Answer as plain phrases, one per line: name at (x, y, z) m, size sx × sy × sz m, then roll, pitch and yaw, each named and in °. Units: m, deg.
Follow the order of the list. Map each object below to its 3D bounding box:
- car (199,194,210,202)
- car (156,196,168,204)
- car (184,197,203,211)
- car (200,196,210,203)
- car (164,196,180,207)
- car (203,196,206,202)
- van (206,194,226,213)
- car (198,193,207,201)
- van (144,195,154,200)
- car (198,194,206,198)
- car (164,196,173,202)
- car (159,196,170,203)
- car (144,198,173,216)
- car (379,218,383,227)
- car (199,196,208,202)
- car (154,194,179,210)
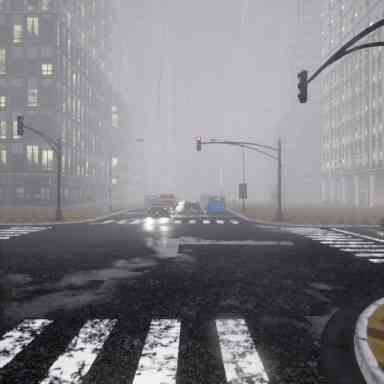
car at (2.742, 1.311, 74.712) m, size 2.192 × 1.841 × 5.009 m, roll 0°, pitch 0°, yaw 0°
car at (-5.685, 1.564, 63.667) m, size 1.947 × 1.339 × 4.313 m, roll 0°, pitch 0°, yaw 0°
car at (0.012, 1.600, 40.927) m, size 1.895 × 1.301 × 4.718 m, roll 0°, pitch 0°, yaw 0°
car at (2.718, 1.542, 69.172) m, size 1.887 × 1.381 × 4.507 m, roll 0°, pitch 0°, yaw 0°
car at (-3.132, 1.491, 53.256) m, size 2.128 × 1.511 × 4.902 m, roll 0°, pitch 0°, yaw 0°
car at (2.628, 1.544, 41.479) m, size 1.887 × 1.381 × 4.507 m, roll 0°, pitch 0°, yaw 0°
van at (2.696, 1.340, 35.940) m, size 1.690 × 1.788 × 3.998 m, roll 0°, pitch 0°, yaw 0°
car at (2.788, 1.309, 85.790) m, size 2.192 × 1.841 × 5.009 m, roll 0°, pitch 0°, yaw 0°
van at (-5.752, 1.340, 47.049) m, size 1.690 × 1.788 × 3.998 m, roll 0°, pitch 0°, yaw 0°
car at (2.696, 1.313, 63.633) m, size 2.192 × 1.841 × 5.009 m, roll 0°, pitch 0°, yaw 0°
car at (-5.616, 1.577, 80.285) m, size 1.802 × 1.307 × 4.206 m, roll 0°, pitch 0°, yaw 0°
car at (-5.662, 1.548, 69.205) m, size 2.008 × 1.369 × 4.403 m, roll 0°, pitch 0°, yaw 0°
car at (-3.223, 1.600, 32.908) m, size 1.895 × 1.301 × 4.718 m, roll 0°, pitch 0°, yaw 0°
car at (14.401, 1.685, 20.126) m, size 5.357 × 1.411 × 2.033 m, roll 0°, pitch 0°, yaw -1°
car at (2.764, 1.561, 80.251) m, size 1.947 × 1.339 × 4.313 m, roll 0°, pitch 0°, yaw 0°
car at (-3.174, 1.221, 42.952) m, size 2.150 × 2.045 × 5.566 m, roll 0°, pitch 0°, yaw 1°
